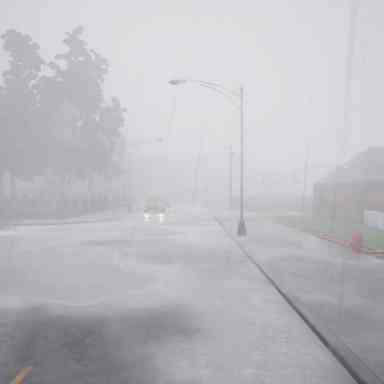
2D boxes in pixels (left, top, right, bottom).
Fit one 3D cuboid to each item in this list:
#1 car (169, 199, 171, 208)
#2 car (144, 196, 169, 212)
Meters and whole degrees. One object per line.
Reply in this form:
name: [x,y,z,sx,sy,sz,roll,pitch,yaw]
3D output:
car: [-4.175,1.352,48.151,2.097,1.767,4.553,0,0,0]
car: [-4.175,1.352,37.899,2.097,1.767,4.553,0,0,0]
